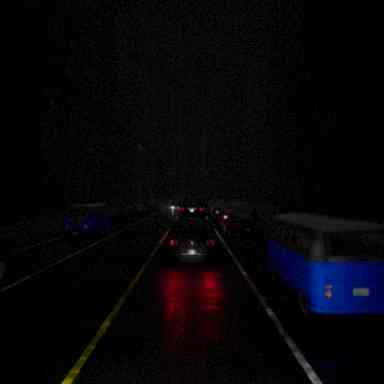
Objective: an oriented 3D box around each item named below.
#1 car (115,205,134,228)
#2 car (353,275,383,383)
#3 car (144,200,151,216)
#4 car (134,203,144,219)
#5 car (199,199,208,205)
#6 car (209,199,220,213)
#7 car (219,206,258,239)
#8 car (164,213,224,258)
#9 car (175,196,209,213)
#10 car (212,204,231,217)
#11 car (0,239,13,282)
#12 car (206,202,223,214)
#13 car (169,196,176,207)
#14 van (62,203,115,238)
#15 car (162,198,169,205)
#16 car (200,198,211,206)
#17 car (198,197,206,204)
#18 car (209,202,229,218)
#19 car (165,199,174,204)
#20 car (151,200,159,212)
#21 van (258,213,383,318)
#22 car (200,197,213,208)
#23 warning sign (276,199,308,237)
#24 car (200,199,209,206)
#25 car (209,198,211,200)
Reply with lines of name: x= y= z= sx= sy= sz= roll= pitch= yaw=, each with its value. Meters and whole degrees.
car: x=-5.763 y=1.782 z=24.076 sx=1.887 sy=1.381 sz=4.507 roll=0 pitch=-1 yaw=0
car: x=2.760 y=1.600 z=1.678 sx=1.802 sy=1.307 sz=4.206 roll=0 pitch=-1 yaw=0
car: x=-5.762 y=1.870 z=35.110 sx=1.752 sy=1.417 sz=4.829 roll=0 pitch=-1 yaw=0
car: x=-5.762 y=1.837 z=29.678 sx=1.887 sy=1.381 sz=4.507 roll=0 pitch=-1 yaw=0
car: x=2.768 y=2.340 z=80.099 sx=2.008 sy=1.369 sz=4.403 roll=0 pitch=-1 yaw=0
car: x=2.763 y=1.732 z=29.687 sx=1.967 sy=1.590 sz=4.097 roll=0 pitch=-1 yaw=0
car: x=2.762 y=1.727 z=18.482 sx=1.887 sy=1.381 sz=4.507 roll=0 pitch=-1 yaw=0
car: x=0.021 y=1.732 z=13.260 sx=1.895 sy=1.301 sz=4.718 roll=0 pitch=-1 yaw=0
car: x=0.015 y=1.496 z=27.585 sx=2.150 sy=2.045 sz=5.566 roll=0 pitch=0 yaw=0
car: x=2.763 y=1.781 z=24.084 sx=1.887 sy=1.381 sz=4.507 roll=0 pitch=-1 yaw=0
car: x=-5.764 y=1.618 z=7.270 sx=1.887 sy=1.381 sz=4.507 roll=0 pitch=-1 yaw=0
car: x=2.765 y=1.983 z=40.888 sx=1.802 sy=1.307 sz=4.206 roll=0 pitch=-1 yaw=0
car: x=-3.009 y=2.146 z=65.327 sx=1.837 sy=1.490 sz=4.892 roll=0 pitch=-1 yaw=0
van: x=-5.764 y=1.523 z=18.476 sx=1.690 sy=1.788 sz=3.998 roll=0 pitch=-1 yaw=0
car: x=-5.758 y=2.278 z=74.493 sx=1.887 sy=1.381 sz=4.507 roll=0 pitch=-1 yaw=0
car: x=2.767 y=2.118 z=68.897 sx=1.967 sy=1.590 sz=4.097 roll=0 pitch=-1 yaw=0
car: x=2.768 y=2.216 z=91.305 sx=2.192 sy=1.841 sz=5.009 roll=0 pitch=-1 yaw=0
car: x=2.764 y=1.873 z=35.457 sx=1.752 sy=1.417 sz=4.829 roll=0 pitch=-1 yaw=0
car: x=-5.756 y=2.396 z=85.697 sx=2.008 sy=1.369 sz=4.403 roll=0 pitch=-1 yaw=0
car: x=-5.761 y=1.897 z=46.485 sx=1.967 sy=1.590 sz=4.097 roll=0 pitch=-1 yaw=0
van: x=2.760 y=1.414 z=7.281 sx=1.690 sy=1.788 sz=3.998 roll=0 pitch=-1 yaw=0
car: x=2.766 y=1.937 z=63.297 sx=2.192 sy=1.841 sz=5.009 roll=0 pitch=-1 yaw=0
warning sign: x=5.073 y=1.282 z=16.901 sx=1.300 sy=1.860 sz=1.060 roll=0 pitch=0 yaw=0
car: x=2.768 y=2.299 z=74.497 sx=1.947 sy=1.339 sz=4.313 roll=0 pitch=-1 yaw=0
car: x=2.765 y=2.056 z=52.091 sx=1.887 sy=1.381 sz=4.507 roll=0 pitch=-1 yaw=0
